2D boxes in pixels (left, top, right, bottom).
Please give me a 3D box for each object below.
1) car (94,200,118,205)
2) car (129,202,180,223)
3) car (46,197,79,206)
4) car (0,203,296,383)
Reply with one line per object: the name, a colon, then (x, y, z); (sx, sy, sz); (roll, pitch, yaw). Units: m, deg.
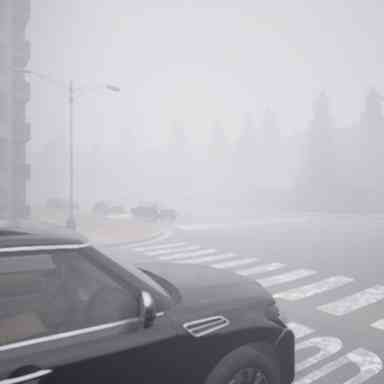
car: (-8.407, 1.489, 33.291); (1.994, 1.385, 4.181); (0, 0, -39)
car: (-3.016, 1.526, 26.102); (1.895, 1.301, 4.718); (0, 0, -36)
car: (-15.772, 1.432, 40.590); (4.892, 1.490, 1.837); (0, 0, 33)
car: (-1.606, 1.221, 2.600); (5.566, 2.045, 2.150); (0, 0, -35)
